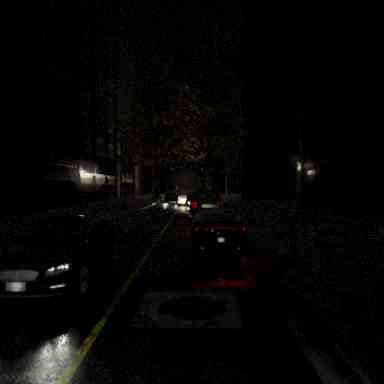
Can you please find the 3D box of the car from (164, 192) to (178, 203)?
[{"bbox_3d":[-3.052,0.813,49.467,1.882,1.535,5.008,0,1,0],"label":"car"}]

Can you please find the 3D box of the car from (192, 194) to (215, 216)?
[{"bbox_3d":[0.917,1.058,29.003,1.801,1.575,5.366,0,1,0],"label":"car"}]

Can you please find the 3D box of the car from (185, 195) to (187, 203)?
[{"bbox_3d":[0.028,0.864,49.203,1.812,1.442,4.674,0,1,0],"label":"car"}]

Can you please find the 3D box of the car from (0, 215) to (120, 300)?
[{"bbox_3d":[-3.095,1.373,8.300,2.128,1.511,4.902,0,1,0],"label":"car"}]

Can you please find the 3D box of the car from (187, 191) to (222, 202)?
[{"bbox_3d":[0.913,0.909,22.841,2.150,2.045,5.566,0,1,0],"label":"car"}]

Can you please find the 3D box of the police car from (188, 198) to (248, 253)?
[{"bbox_3d":[0.908,1.244,12.923,1.930,1.638,5.238,0,1,0],"label":"police car"}]

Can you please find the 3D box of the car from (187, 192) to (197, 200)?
[{"bbox_3d":[0.037,0.751,64.225,1.895,1.301,4.718,0,1,0],"label":"car"}]
